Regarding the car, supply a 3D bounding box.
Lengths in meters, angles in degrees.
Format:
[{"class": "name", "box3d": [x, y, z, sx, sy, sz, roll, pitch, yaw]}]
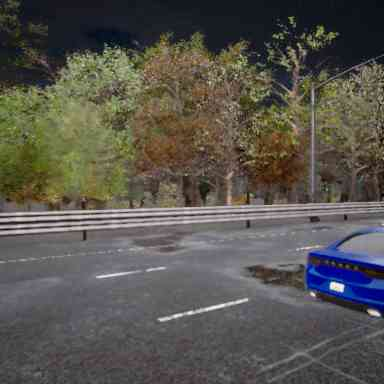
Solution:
[{"class": "car", "box3d": [4.563, 1.479, 7.044, 5.008, 1.535, 1.882, 0, 0, -33]}]
